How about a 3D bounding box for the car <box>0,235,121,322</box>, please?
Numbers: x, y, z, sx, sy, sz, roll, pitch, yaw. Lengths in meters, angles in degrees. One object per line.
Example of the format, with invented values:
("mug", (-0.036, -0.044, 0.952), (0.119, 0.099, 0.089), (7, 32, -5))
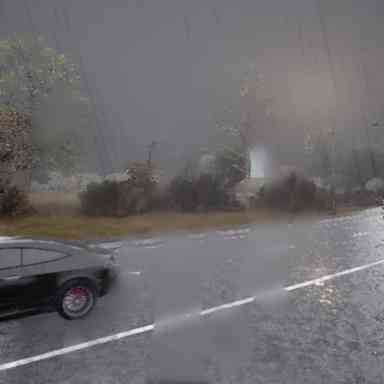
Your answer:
("car", (-3.573, 1.536, 5.816), (4.674, 1.442, 1.812), (0, 0, -36))
